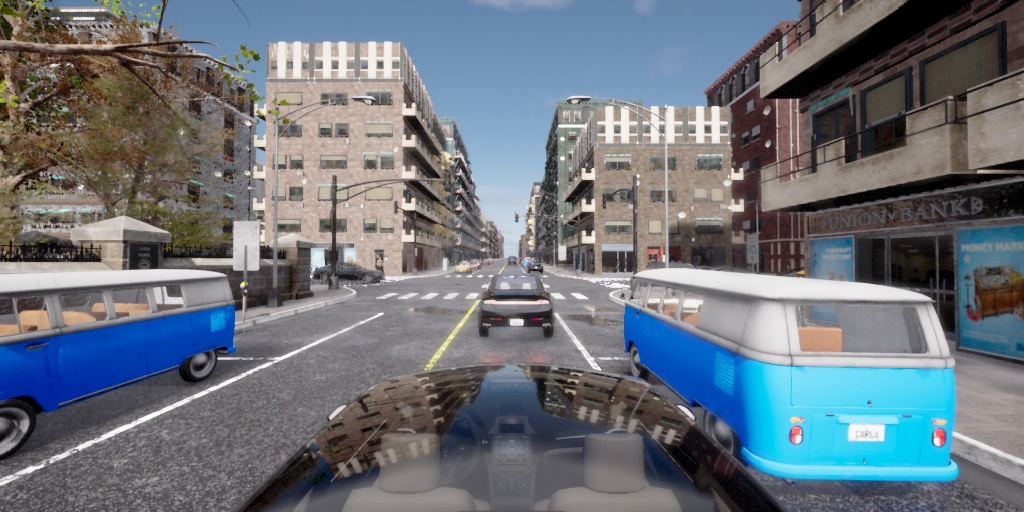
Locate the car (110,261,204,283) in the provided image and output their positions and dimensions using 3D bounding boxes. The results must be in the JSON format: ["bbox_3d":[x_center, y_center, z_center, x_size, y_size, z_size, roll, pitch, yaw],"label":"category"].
[{"bbox_3d":[-24.998,1.105,25.365,4.892,1.490,1.837,0,-1,1],"label":"car"}]

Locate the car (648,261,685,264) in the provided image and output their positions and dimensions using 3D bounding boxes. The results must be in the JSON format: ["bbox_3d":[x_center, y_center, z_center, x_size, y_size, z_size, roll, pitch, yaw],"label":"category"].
[{"bbox_3d":[11.409,1.152,24.903,4.553,1.767,2.097,0,-1,1],"label":"car"}]

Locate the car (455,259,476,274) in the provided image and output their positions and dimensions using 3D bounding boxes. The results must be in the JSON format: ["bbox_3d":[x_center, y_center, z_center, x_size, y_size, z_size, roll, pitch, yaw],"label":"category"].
[{"bbox_3d":[-5.659,1.289,42.331,1.751,1.417,4.829,0,0,0],"label":"car"}]

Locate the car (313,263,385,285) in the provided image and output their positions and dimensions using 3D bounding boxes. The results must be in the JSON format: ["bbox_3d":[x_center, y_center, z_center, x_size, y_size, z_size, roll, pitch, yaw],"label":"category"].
[{"bbox_3d":[-11.496,1.220,25.426,4.674,1.442,1.812,1,-1,-4],"label":"car"}]

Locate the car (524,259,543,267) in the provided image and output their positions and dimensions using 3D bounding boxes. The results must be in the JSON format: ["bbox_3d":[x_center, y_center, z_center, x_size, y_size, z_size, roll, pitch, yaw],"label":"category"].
[{"bbox_3d":[2.721,1.330,42.495,1.948,1.339,4.313,0,0,0],"label":"car"}]

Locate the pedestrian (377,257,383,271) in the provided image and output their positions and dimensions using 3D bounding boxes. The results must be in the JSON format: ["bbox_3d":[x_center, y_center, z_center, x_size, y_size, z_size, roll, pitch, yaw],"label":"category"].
[{"bbox_3d":[-12.515,0.967,33.948,0.375,1.860,0.375,0,-1,1],"label":"pedestrian"}]

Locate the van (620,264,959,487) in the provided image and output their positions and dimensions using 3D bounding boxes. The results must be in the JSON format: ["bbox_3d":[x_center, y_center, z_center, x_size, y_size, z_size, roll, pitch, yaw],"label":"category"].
[{"bbox_3d":[2.661,1.092,4.549,1.690,1.789,3.998,0,0,0],"label":"van"}]

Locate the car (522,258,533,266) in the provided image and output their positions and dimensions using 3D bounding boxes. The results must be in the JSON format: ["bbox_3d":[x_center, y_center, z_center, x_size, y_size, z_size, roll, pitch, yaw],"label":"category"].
[{"bbox_3d":[2.725,1.317,48.138,2.007,1.370,4.403,0,0,0],"label":"car"}]

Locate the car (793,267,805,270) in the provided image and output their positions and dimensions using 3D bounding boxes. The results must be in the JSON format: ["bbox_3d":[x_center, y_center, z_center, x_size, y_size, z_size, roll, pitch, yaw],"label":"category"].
[{"bbox_3d":[25.030,1.414,27.934,5.008,1.535,1.882,0,-1,1],"label":"car"}]

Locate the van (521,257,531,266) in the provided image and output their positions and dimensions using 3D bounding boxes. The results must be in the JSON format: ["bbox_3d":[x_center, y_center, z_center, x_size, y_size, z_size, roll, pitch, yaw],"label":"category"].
[{"bbox_3d":[2.734,1.112,59.422,1.690,1.789,3.998,0,0,0],"label":"van"}]

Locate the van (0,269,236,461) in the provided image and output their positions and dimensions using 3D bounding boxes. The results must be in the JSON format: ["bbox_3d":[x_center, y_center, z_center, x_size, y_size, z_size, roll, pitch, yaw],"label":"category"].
[{"bbox_3d":[-5.654,1.091,4.556,1.690,1.789,3.998,0,0,0],"label":"van"}]

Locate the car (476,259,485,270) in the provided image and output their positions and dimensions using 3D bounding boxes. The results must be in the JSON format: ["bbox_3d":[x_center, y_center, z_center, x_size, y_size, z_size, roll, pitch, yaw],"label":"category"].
[{"bbox_3d":[-5.652,1.208,53.786,1.967,1.591,4.097,0,0,0],"label":"car"}]

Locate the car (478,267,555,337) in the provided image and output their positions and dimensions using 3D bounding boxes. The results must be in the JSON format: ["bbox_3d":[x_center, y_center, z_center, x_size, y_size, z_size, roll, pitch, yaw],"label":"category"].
[{"bbox_3d":[0.106,1.244,10.280,2.128,1.511,4.902,0,0,0],"label":"car"}]
